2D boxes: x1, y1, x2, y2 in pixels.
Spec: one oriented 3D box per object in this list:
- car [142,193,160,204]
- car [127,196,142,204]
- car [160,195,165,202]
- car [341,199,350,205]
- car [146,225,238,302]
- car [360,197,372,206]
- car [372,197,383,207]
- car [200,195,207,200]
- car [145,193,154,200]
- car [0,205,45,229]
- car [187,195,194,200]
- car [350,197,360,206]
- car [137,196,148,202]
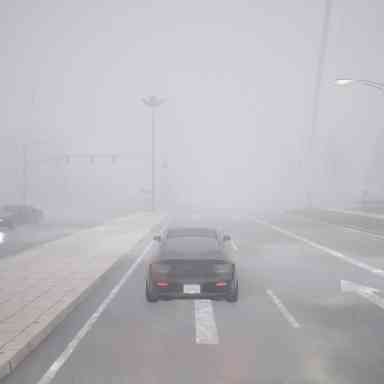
[{"bbox_3d":[-8.087,1.351,65.804,2.097,1.767,4.553,0,0,0],"label":"car"},{"bbox_3d":[-11.578,1.525,65.578,1.812,1.442,4.674,0,0,0],"label":"car"},{"bbox_3d":[-8.251,1.478,79.886,1.882,1.535,5.008,0,0,-1],"label":"car"},{"bbox_3d":[27.186,1.564,55.362,4.181,1.385,1.994,0,0,-1],"label":"car"},{"bbox_3d":[0.000,1.526,8.106,1.812,1.442,4.674,0,0,0],"label":"car"},{"bbox_3d":[27.601,1.601,48.364,4.718,1.301,1.895,0,0,0],"label":"car"},{"bbox_3d":[27.503,1.352,44.867,4.553,1.767,2.097,0,0,0],"label":"car"},{"bbox_3d":[3.084,1.595,90.671,1.895,1.301,4.718,0,0,-1],"label":"car"},{"bbox_3d":[-11.966,1.225,93.808,2.150,2.045,5.566,0,0,-1],"label":"car"},{"bbox_3d":[-11.561,1.547,21.660,2.033,1.411,5.357,0,0,1],"label":"car"},{"bbox_3d":[-0.455,1.552,93.144,1.994,1.385,4.181,0,0,-1],"label":"car"},{"bbox_3d":[27.775,1.526,51.864,4.674,1.442,1.812,0,0,0],"label":"car"},{"bbox_3d":[-11.738,1.553,78.962,1.994,1.385,4.181,0,0,-1],"label":"car"}]
